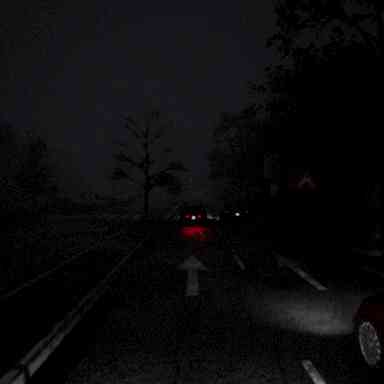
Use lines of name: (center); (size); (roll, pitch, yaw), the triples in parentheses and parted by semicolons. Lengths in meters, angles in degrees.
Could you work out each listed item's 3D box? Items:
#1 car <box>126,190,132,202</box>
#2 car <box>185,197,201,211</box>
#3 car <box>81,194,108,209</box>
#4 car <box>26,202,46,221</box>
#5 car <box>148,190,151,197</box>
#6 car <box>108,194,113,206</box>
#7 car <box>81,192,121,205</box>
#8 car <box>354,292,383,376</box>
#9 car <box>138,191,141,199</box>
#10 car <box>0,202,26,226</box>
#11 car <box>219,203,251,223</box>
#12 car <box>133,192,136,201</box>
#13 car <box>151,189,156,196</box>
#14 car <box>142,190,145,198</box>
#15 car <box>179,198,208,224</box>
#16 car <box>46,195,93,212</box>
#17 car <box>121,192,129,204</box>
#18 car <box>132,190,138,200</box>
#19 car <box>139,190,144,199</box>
car: (-13.847, 1.001, 57.963); (5.566, 2.045, 2.435); (-1, 1, -20)
car: (0.108, 1.414, 40.645); (1.812, 1.442, 4.674); (0, 0, 0)
car: (-14.003, 1.370, 42.892); (5.366, 1.575, 1.946); (-1, 1, -20)
car: (-13.819, 1.457, 24.963); (4.792, 1.488, 2.163); (-1, 0, -20)
car: (-13.779, 0.594, 82.003); (5.566, 2.045, 2.435); (-1, 1, -20)
car: (-13.833, 1.395, 45.965); (4.674, 1.452, 2.002); (-1, 0, -20)
car: (-13.804, 1.088, 48.983); (5.566, 2.045, 2.435); (-1, 0, -20)
car: (3.101, 1.522, 2.581); (1.812, 1.442, 4.674); (0, 0, 0)
car: (-13.812, 1.110, 69.989); (4.674, 1.452, 2.002); (-1, 1, -20)
car: (-13.843, 1.477, 21.944); (4.674, 1.452, 2.002); (-1, 0, -20)
car: (3.105, 1.498, 24.721); (1.994, 1.385, 4.181); (0, 0, 0)
car: (-13.817, 1.213, 63.990); (4.674, 1.452, 2.002); (-1, 1, -20)
car: (-13.817, 0.394, 93.971); (5.566, 2.045, 2.435); (-1, 1, -20)
car: (-13.776, 0.929, 79.005); (4.792, 1.488, 2.163); (-1, 1, -20)
car: (0.104, 1.441, 24.354); (1.837, 1.490, 4.892); (0, 0, 0)
car: (-13.810, 1.420, 36.969); (4.792, 1.488, 2.163); (-1, 0, -20)
car: (-13.649, 1.279, 55.039); (5.366, 1.575, 1.946); (-1, 0, -20)
car: (-13.844, 0.996, 66.976); (4.553, 1.767, 2.185); (-1, 1, -20)
car: (-13.800, 1.015, 72.989); (5.008, 1.535, 2.097); (-1, 1, -20)
